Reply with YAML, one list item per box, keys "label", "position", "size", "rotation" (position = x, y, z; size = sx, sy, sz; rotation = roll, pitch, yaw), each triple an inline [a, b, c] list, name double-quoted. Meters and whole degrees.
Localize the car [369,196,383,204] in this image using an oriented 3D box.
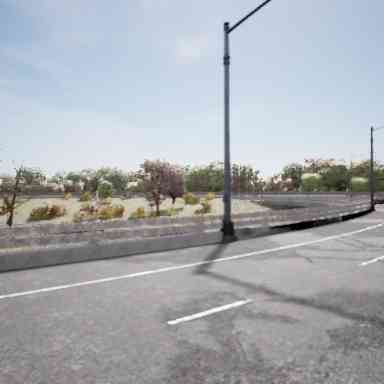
- label: "car"
  position: [37.823, 1.581, 67.935]
  size: [2.097, 1.767, 4.553]
  rotation: [0, 0, 13]
